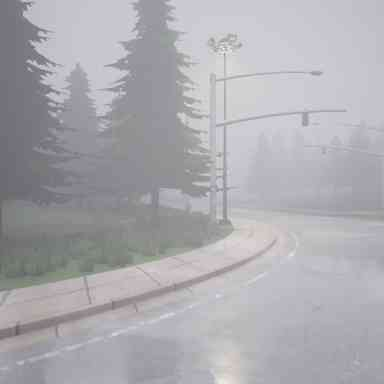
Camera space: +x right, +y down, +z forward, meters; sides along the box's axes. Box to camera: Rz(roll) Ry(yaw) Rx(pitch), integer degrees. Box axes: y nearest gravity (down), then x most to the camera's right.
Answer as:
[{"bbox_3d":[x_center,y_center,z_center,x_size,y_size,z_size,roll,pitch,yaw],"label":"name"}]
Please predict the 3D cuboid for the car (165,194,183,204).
[{"bbox_3d":[-3.147,1.547,65.400,2.033,1.411,5.357,0,0,-21],"label":"car"}]

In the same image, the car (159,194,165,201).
[{"bbox_3d":[-7.009,1.186,75.146,2.150,2.045,5.566,0,0,-21],"label":"car"}]
